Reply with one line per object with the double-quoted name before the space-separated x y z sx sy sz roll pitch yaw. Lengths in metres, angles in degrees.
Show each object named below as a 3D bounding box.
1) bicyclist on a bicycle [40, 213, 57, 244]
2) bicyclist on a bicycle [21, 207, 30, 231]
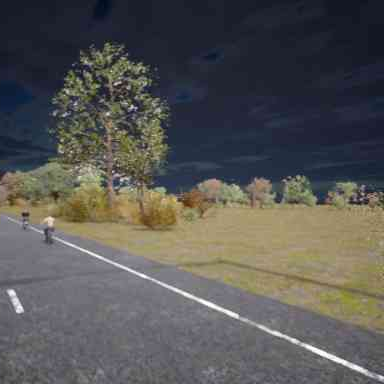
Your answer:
"bicyclist on a bicycle" -7.610 1.926 17.727 0.866 1.612 1.509 1 -2 -33
"bicyclist on a bicycle" -12.706 2.061 25.350 0.659 1.776 1.843 1 -2 -34
